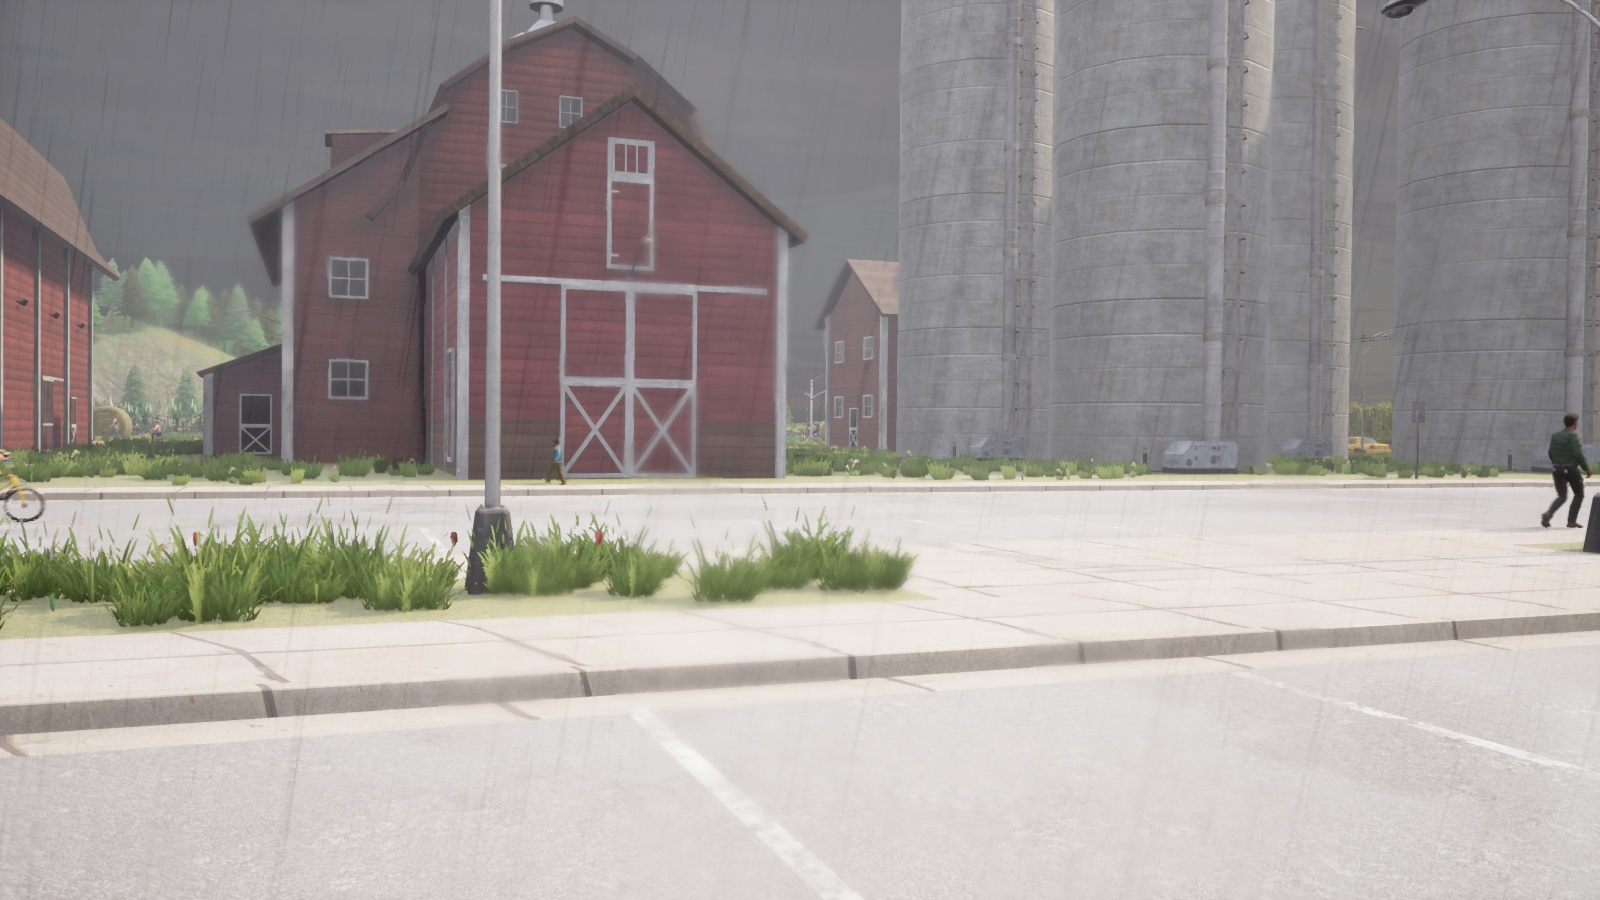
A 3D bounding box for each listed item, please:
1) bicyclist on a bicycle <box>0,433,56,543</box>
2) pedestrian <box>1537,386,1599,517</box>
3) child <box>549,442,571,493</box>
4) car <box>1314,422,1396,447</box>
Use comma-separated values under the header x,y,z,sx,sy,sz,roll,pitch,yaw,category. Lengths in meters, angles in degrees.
x,y,z,sx,sy,sz,roll,pitch,yaw,category
-12.099,0.560,18.791,1.509,1.612,0.866,-1,1,-21,bicyclist on a bicycle
11.690,0.016,19.110,0.788,1.949,0.423,-1,1,-20,pedestrian
-5.726,0.407,30.005,0.448,1.192,0.343,-1,1,-21,child
37.532,-1.054,85.098,1.801,1.575,5.366,-1,1,-20,car
